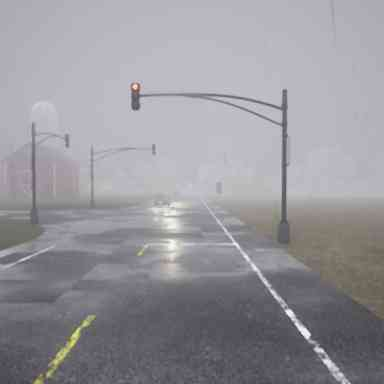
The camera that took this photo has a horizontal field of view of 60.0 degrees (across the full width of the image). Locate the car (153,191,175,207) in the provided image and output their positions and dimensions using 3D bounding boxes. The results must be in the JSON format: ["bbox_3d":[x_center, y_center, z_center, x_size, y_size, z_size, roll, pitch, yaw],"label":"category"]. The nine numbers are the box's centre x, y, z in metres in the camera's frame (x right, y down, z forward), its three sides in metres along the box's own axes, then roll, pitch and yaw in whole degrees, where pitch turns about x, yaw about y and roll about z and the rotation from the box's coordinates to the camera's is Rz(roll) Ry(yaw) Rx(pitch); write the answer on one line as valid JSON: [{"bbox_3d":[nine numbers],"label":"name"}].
[{"bbox_3d":[-3.508,0.970,39.624,2.128,1.511,4.902,0,2,0],"label":"car"}]

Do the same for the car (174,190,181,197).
[{"bbox_3d":[-3.516,0.230,75.829,2.097,1.767,4.553,0,1,0],"label":"car"}]
